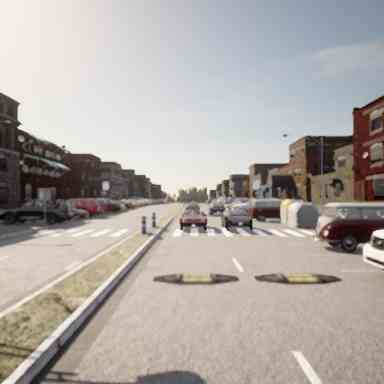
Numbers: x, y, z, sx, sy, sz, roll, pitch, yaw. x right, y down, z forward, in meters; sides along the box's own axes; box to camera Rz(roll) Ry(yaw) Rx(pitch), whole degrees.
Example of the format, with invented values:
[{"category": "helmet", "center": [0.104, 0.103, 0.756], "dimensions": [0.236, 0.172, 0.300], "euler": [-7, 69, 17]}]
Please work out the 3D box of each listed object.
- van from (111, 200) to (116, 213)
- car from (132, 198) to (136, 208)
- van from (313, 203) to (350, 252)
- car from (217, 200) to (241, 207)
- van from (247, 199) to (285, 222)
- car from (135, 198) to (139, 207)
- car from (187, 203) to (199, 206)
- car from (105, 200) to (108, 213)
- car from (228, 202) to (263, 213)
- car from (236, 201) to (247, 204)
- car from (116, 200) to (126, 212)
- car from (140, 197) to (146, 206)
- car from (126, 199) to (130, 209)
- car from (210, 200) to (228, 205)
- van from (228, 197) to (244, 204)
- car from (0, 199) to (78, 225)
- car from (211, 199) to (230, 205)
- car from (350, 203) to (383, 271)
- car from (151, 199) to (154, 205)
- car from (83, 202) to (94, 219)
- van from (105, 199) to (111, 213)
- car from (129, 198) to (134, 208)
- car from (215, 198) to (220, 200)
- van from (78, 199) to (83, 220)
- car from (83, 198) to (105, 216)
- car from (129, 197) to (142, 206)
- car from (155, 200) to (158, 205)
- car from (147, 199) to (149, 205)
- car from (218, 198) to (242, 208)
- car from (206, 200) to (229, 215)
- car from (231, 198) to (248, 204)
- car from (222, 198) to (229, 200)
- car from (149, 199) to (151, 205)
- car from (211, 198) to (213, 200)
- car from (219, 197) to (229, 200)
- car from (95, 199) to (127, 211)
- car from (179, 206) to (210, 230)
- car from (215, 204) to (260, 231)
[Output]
[{"category": "van", "center": [-12.994, 1.884, 44.630], "dimensions": [4.442, 1.987, 1.878], "euler": [0, -1, 0]}, {"category": "car", "center": [-12.880, 2.270, 58.525], "dimensions": [4.792, 1.488, 2.163], "euler": [0, 0, 0]}, {"category": "van", "center": [7.522, 1.451, 14.291], "dimensions": [4.442, 1.987, 1.878], "euler": [0, -1, 0]}, {"category": "car", "center": [7.661, 2.378, 69.440], "dimensions": [4.792, 1.488, 2.163], "euler": [0, -1, 0]}, {"category": "van", "center": [7.753, 1.713, 30.834], "dimensions": [4.442, 1.987, 1.878], "euler": [0, -1, 0]}, {"category": "car", "center": [-12.852, 2.264, 61.304], "dimensions": [4.892, 1.521, 2.231], "euler": [0, 0, 0]}, {"category": "car", "center": [0.095, 2.103, 41.613], "dimensions": [1.837, 1.490, 4.892], "euler": [0, -1, 0]}, {"category": "car", "center": [-12.887, 2.049, 39.192], "dimensions": [4.892, 1.521, 2.231], "euler": [0, 0, 0]}, {"category": "car", "center": [7.632, 2.183, 47.381], "dimensions": [4.674, 1.452, 2.002], "euler": [0, -1, 0]}, {"category": "car", "center": [7.606, 2.043, 36.348], "dimensions": [4.792, 1.488, 2.163], "euler": [0, -1, 0]}, {"category": "car", "center": [-12.840, 1.889, 47.529], "dimensions": [5.566, 2.045, 2.435], "euler": [0, -1, 0]}, {"category": "car", "center": [-13.016, 2.336, 69.765], "dimensions": [5.366, 1.575, 1.946], "euler": [0, -1, 0]}, {"category": "car", "center": [-12.680, 2.166, 50.310], "dimensions": [5.366, 1.575, 1.946], "euler": [0, -1, 0]}, {"category": "car", "center": [7.658, 2.902, 94.232], "dimensions": [4.792, 1.488, 2.163], "euler": [0, -2, 0]}, {"category": "van", "center": [7.518, 1.887, 44.625], "dimensions": [4.442, 1.987, 1.878], "euler": [0, -1, 0]}, {"category": "car", "center": [-12.972, 1.645, 27.959], "dimensions": [5.566, 2.045, 2.435], "euler": [0, -1, 0]}, {"category": "car", "center": [7.624, 2.722, 88.720], "dimensions": [5.008, 1.535, 2.097], "euler": [0, -2, 0]}, {"category": "car", "center": [7.611, 1.339, 8.780], "dimensions": [5.566, 2.045, 2.435], "euler": [0, -1, 0]}, {"category": "car", "center": [-12.782, 2.266, 80.749], "dimensions": [5.566, 2.045, 2.435], "euler": [0, -1, 0]}, {"category": "car", "center": [-12.890, 2.006, 33.638], "dimensions": [4.792, 1.488, 2.163], "euler": [0, -1, 0]}, {"category": "van", "center": [-13.003, 1.855, 41.977], "dimensions": [4.442, 1.987, 1.878], "euler": [0, -1, 0]}, {"category": "car", "center": [-12.850, 2.217, 55.745], "dimensions": [5.008, 1.535, 2.097], "euler": [0, 0, 0]}, {"category": "car", "center": [7.604, 2.019, 61.173], "dimensions": [5.566, 2.045, 2.435], "euler": [0, 0, 0]}, {"category": "van", "center": [-12.813, 1.711, 30.735], "dimensions": [4.442, 1.987, 1.878], "euler": [0, -1, 0]}, {"category": "car", "center": [-12.934, 1.760, 36.294], "dimensions": [5.566, 2.045, 2.435], "euler": [0, -1, 0]}, {"category": "car", "center": [-12.846, 2.287, 64.208], "dimensions": [5.008, 1.535, 2.097], "euler": [0, 0, 0]}, {"category": "car", "center": [-12.797, 2.806, 91.973], "dimensions": [4.892, 1.521, 2.231], "euler": [0, -2, 0]}, {"category": "car", "center": [-12.818, 2.452, 75.192], "dimensions": [4.674, 1.452, 2.002], "euler": [0, -1, 0]}, {"category": "car", "center": [7.663, 2.193, 66.684], "dimensions": [4.553, 1.767, 2.185], "euler": [0, -1, 0]}, {"category": "car", "center": [3.094, 2.101, 41.474], "dimensions": [1.837, 1.490, 4.892], "euler": [0, -1, 0]}, {"category": "car", "center": [7.666, 1.956, 41.866], "dimensions": [4.553, 1.767, 2.185], "euler": [0, -1, 0]}, {"category": "car", "center": [7.819, 2.195, 52.897], "dimensions": [5.366, 1.575, 1.946], "euler": [0, -1, 0]}, {"category": "car", "center": [-13.002, 2.459, 77.966], "dimensions": [5.366, 1.575, 1.946], "euler": [0, -1, 0]}, {"category": "car", "center": [7.603, 2.172, 74.953], "dimensions": [5.566, 2.045, 2.435], "euler": [0, -1, 0]}, {"category": "car", "center": [7.602, 2.121, 58.414], "dimensions": [4.553, 1.767, 2.185], "euler": [0, -1, 0]}, {"category": "car", "center": [-12.892, 2.067, 52.968], "dimensions": [4.553, 1.767, 2.185], "euler": [0, -1, 0]}, {"category": "car", "center": [0.098, 1.959, 24.135], "dimensions": [1.895, 1.301, 4.718], "euler": [0, -1, 0]}, {"category": "car", "center": [3.092, 1.842, 23.555], "dimensions": [2.128, 1.511, 4.902], "euler": [0, -1, 0]}]
